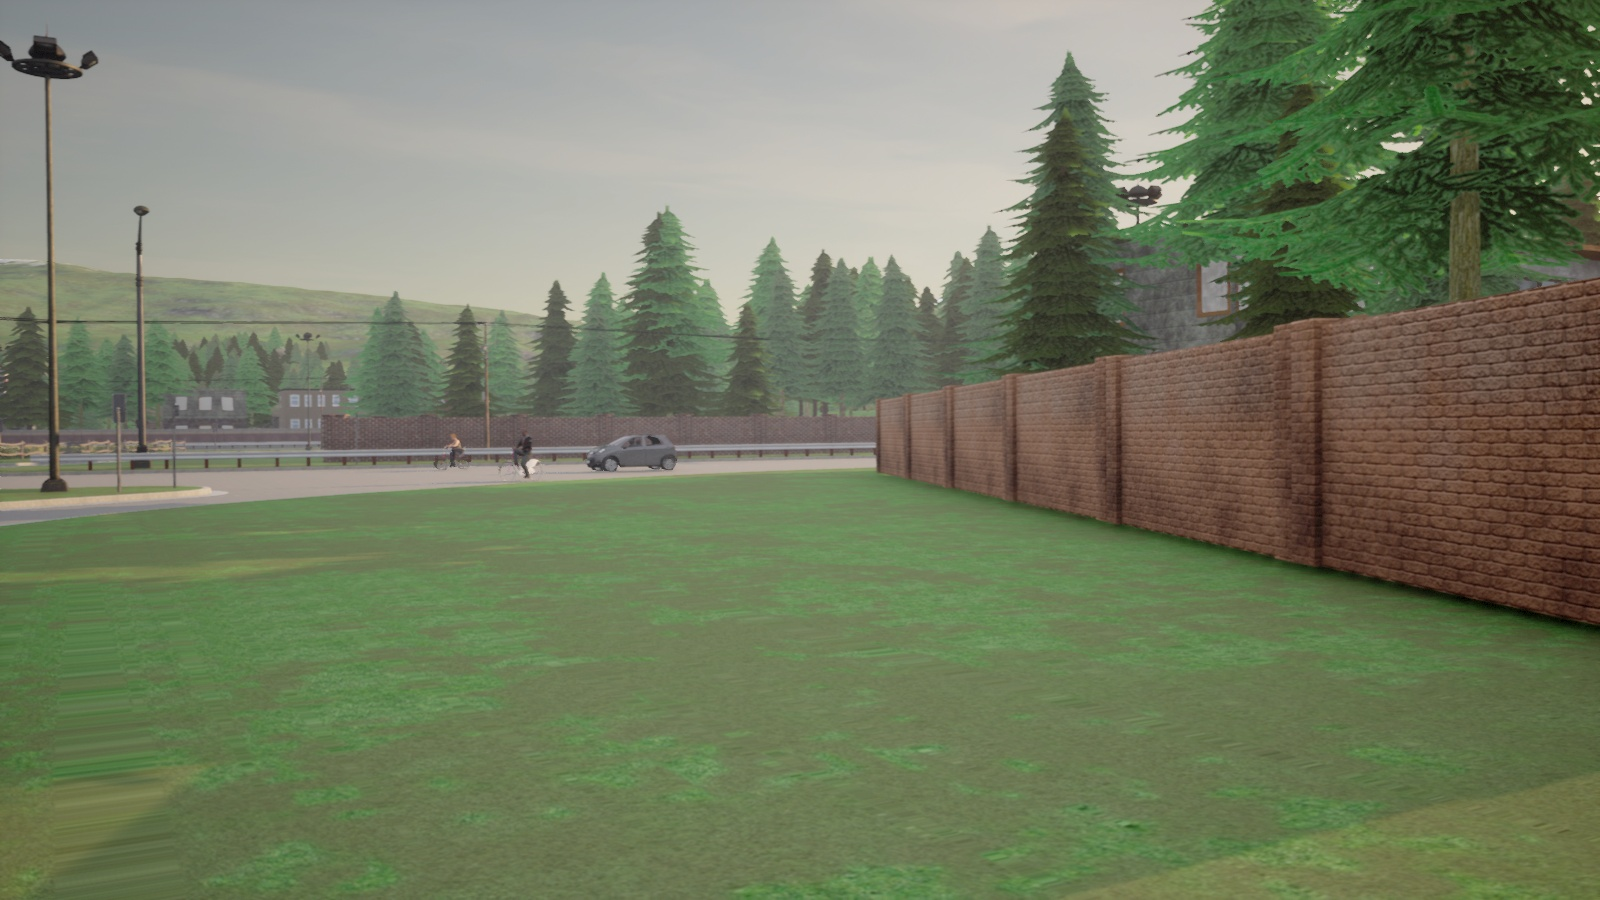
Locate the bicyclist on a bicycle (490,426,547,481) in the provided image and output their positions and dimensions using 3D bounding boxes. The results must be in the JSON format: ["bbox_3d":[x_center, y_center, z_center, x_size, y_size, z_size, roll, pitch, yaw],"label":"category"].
[{"bbox_3d":[-9.211,0.104,41.194,0.659,1.776,1.843,1,1,36],"label":"bicyclist on a bicycle"}]

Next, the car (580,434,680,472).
[{"bbox_3d":[-6.932,0.094,51.285,3.633,1.501,1.845,-1,1,-28],"label":"car"}]

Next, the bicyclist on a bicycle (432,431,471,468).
[{"bbox_3d":[-15.198,-0.023,54.757,1.509,1.612,0.866,-1,1,-28],"label":"bicyclist on a bicycle"}]
